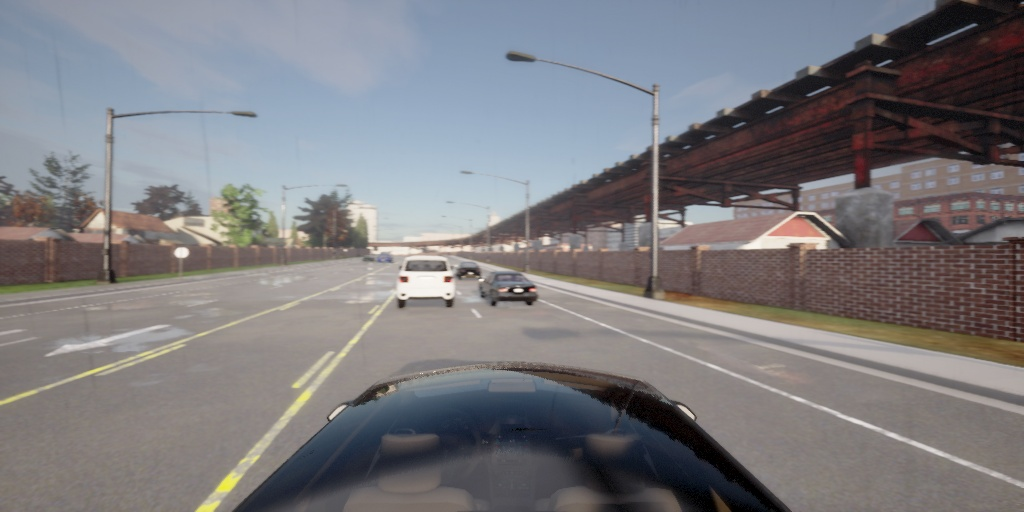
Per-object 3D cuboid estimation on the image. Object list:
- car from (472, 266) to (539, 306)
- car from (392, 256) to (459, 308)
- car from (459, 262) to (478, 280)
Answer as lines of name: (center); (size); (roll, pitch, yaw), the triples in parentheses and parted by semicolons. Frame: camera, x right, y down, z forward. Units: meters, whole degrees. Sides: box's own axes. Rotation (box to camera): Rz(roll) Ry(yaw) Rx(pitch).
car: (-0.325, 1.388, 16.412); (2.033, 1.411, 5.357); (1, 0, -13)
car: (-3.730, 1.008, 15.627); (2.150, 2.045, 5.566); (1, 0, -13)
car: (-3.885, 1.229, 31.463); (1.882, 1.535, 5.008); (1, 1, -13)
